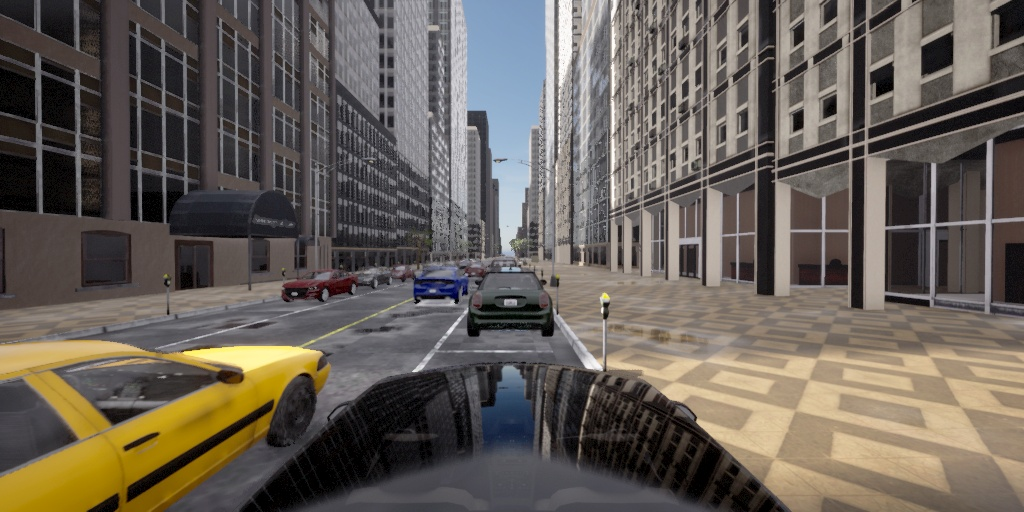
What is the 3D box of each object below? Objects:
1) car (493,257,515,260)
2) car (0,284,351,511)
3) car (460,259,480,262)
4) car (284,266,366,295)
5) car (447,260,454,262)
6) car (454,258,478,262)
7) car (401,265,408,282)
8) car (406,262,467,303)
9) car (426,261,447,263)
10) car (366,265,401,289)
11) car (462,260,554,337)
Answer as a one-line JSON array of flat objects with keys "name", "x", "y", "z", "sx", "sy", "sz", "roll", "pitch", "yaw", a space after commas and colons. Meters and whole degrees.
[{"name": "car", "x": -0.457, "y": 1.061, "z": 22.523, "sx": 2.192, "sy": 1.841, "sz": 5.009, "roll": 0, "pitch": 0, "yaw": 0}, {"name": "car", "x": -3.146, "y": 1.205, "z": 2.237, "sx": 1.801, "sy": 1.575, "sz": 5.366, "roll": 0, "pitch": 0, "yaw": 0}, {"name": "car", "x": -3.141, "y": 1.270, "z": 31.622, "sx": 1.812, "sy": 1.442, "sz": 4.674, "roll": 0, "pitch": 0, "yaw": 0}, {"name": "car", "x": -8.837, "y": 1.292, "z": 16.839, "sx": 1.888, "sy": 1.381, "sz": 4.507, "roll": 0, "pitch": 0, "yaw": 0}, {"name": "car", "x": -8.837, "y": 1.291, "z": 50.940, "sx": 2.007, "sy": 1.370, "sz": 4.403, "roll": 0, "pitch": 0, "yaw": 0}, {"name": "car", "x": -6.147, "y": 1.288, "z": 48.980, "sx": 2.033, "sy": 1.411, "sz": 5.357, "roll": 0, "pitch": 0, "yaw": 0}, {"name": "car", "x": -8.837, "y": 1.327, "z": 28.206, "sx": 1.802, "sy": 1.307, "sz": 4.207, "roll": 0, "pitch": 0, "yaw": 0}, {"name": "car", "x": -3.140, "y": 1.225, "z": 16.708, "sx": 1.882, "sy": 1.535, "sz": 5.008, "roll": 0, "pitch": 0, "yaw": 0}, {"name": "car", "x": -8.837, "y": 1.293, "z": 39.574, "sx": 2.007, "sy": 1.370, "sz": 4.403, "roll": 0, "pitch": 0, "yaw": 0}, {"name": "car", "x": -8.838, "y": 1.297, "z": 22.523, "sx": 2.007, "sy": 1.370, "sz": 4.403, "roll": 0, "pitch": 0, "yaw": 0}, {"name": "car", "x": -0.033, "y": 1.101, "z": 10.471, "sx": 2.097, "sy": 1.767, "sz": 4.553, "roll": 0, "pitch": 0, "yaw": 0}]
